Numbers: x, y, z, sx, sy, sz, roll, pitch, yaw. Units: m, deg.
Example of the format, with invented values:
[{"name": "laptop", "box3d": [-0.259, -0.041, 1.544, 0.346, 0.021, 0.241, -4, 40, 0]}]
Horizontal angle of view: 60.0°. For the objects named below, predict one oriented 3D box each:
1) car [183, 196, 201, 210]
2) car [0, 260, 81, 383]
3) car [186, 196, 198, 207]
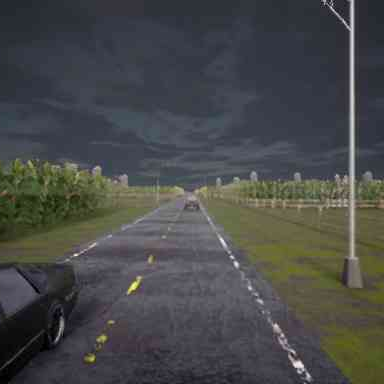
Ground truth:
[{"name": "car", "box3d": [0.008, 1.442, 41.045, 1.837, 1.490, 4.892, 0, 0, 0]}, {"name": "car", "box3d": [-2.829, 1.544, 3.435, 2.033, 1.411, 5.357, 0, 0, 0]}, {"name": "car", "box3d": [0.011, 1.393, 51.467, 1.882, 1.535, 5.008, 0, 0, 0]}]
